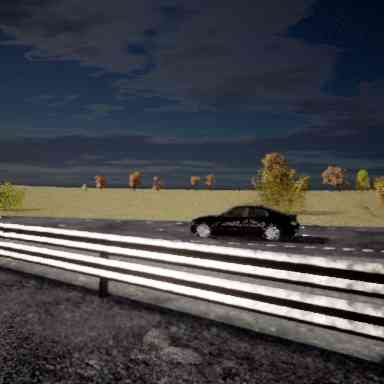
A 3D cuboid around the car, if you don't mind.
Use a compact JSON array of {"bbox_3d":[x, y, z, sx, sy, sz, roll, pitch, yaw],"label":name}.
[{"bbox_3d":[2.356,1.355,15.335,5.008,1.535,1.882,0,0,20],"label":"car"}]
